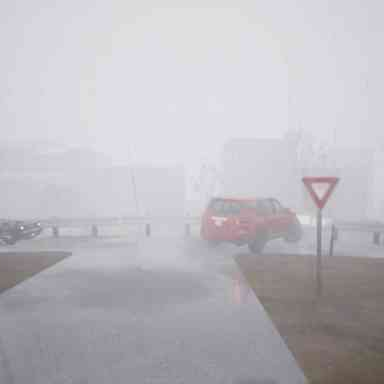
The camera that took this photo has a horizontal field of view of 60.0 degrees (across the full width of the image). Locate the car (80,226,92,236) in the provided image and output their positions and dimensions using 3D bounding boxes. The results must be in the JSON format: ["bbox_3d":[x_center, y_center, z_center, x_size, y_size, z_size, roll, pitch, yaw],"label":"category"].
[{"bbox_3d":[-12.105,4.264,38.759,2.097,1.535,5.008,0,0,-18],"label":"car"}]

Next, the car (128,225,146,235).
[{"bbox_3d":[-6.178,4.296,38.564,2.163,1.488,4.792,0,0,-18],"label":"car"}]

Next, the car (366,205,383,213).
[{"bbox_3d":[41.305,3.702,73.947,4.674,1.452,2.002,-1,1,-17],"label":"car"}]

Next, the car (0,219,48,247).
[{"bbox_3d":[-9.206,1.691,14.702,4.718,1.301,1.895,-3,1,2],"label":"car"}]

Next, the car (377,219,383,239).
[{"bbox_3d":[20.440,4.021,37.792,2.435,2.045,5.566,0,0,-18],"label":"car"}]

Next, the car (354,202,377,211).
[{"bbox_3d":[41.678,3.438,79.942,4.553,1.767,2.185,-1,1,-17],"label":"car"}]

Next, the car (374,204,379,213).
[{"bbox_3d":[41.103,3.585,70.943,4.553,1.767,2.185,-1,1,-17],"label":"car"}]

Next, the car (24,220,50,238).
[{"bbox_3d":[-18.033,4.262,38.928,2.097,1.535,5.008,0,0,-18],"label":"car"}]

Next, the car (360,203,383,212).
[{"bbox_3d":[41.507,3.487,76.946,4.553,1.767,2.185,-1,1,-17],"label":"car"}]

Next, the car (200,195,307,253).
[{"bbox_3d":[2.622,1.166,13.915,2.150,2.045,5.566,3,2,38],"label":"car"}]

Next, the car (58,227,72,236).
[{"bbox_3d":[-15.133,4.259,39.017,1.946,1.575,5.366,0,0,-18],"label":"car"}]

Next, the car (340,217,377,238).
[{"bbox_3d":[17.482,4.020,37.879,2.435,2.045,5.566,0,0,-18],"label":"car"}]

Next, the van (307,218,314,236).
[{"bbox_3d":[11.512,4.045,38.184,1.878,1.987,4.442,0,0,-18],"label":"van"}]

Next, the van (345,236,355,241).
[{"bbox_3d":[10.738,4.335,21.032,1.878,1.987,4.442,0,2,-18],"label":"van"}]

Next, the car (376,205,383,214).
[{"bbox_3d":[40.978,3.760,67.944,5.008,1.535,2.097,-1,1,-17],"label":"car"}]

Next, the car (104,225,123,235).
[{"bbox_3d":[-9.218,4.262,38.845,1.946,1.575,5.366,0,0,-18],"label":"car"}]

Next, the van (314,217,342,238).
[{"bbox_3d":[14.469,4.045,38.098,1.878,1.987,4.442,0,0,-18],"label":"van"}]
